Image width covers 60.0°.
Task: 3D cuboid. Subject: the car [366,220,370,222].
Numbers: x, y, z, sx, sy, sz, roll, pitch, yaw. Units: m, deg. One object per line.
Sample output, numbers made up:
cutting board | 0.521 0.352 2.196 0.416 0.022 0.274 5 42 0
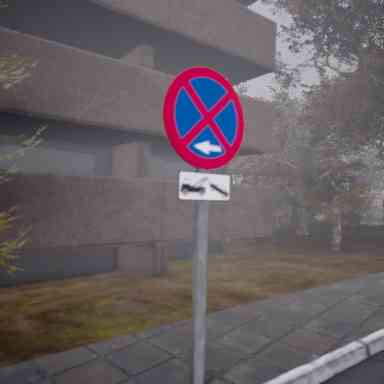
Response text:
car | 23.770 3.689 47.389 1.812 1.442 4.674 1 -3 4
